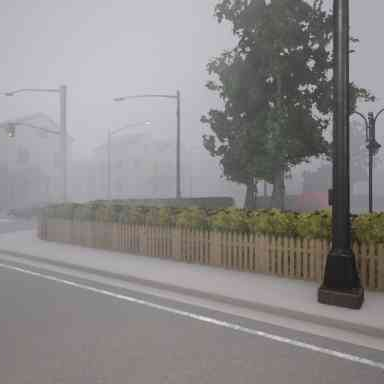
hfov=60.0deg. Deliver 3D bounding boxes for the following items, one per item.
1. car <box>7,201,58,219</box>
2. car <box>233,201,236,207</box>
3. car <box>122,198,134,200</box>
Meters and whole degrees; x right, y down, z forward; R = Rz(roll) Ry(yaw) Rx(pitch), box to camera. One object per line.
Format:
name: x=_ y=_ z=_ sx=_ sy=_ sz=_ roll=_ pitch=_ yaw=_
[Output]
car: x=-13.259 y=1.547 z=29.458 sx=2.033 sy=1.411 sz=5.357 roll=0 pitch=0 yaw=35
car: x=4.909 y=1.564 z=49.111 sx=1.994 sy=1.385 sz=4.181 roll=0 pitch=0 yaw=35
car: x=-7.317 y=1.491 z=38.004 sx=2.128 sy=1.511 sz=4.902 roll=0 pitch=0 yaw=35
